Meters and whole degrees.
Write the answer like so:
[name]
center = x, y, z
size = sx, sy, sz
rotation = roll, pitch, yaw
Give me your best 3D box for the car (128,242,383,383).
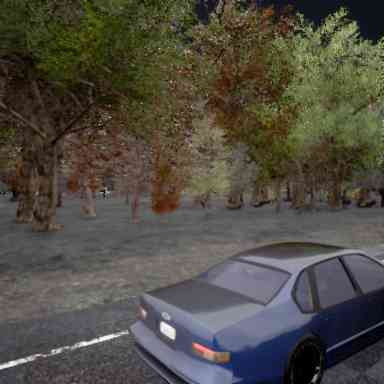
[car]
center = 1.783, 1.501, 5.018
size = 5.357, 1.411, 2.033
rotation = -1, 0, -35
